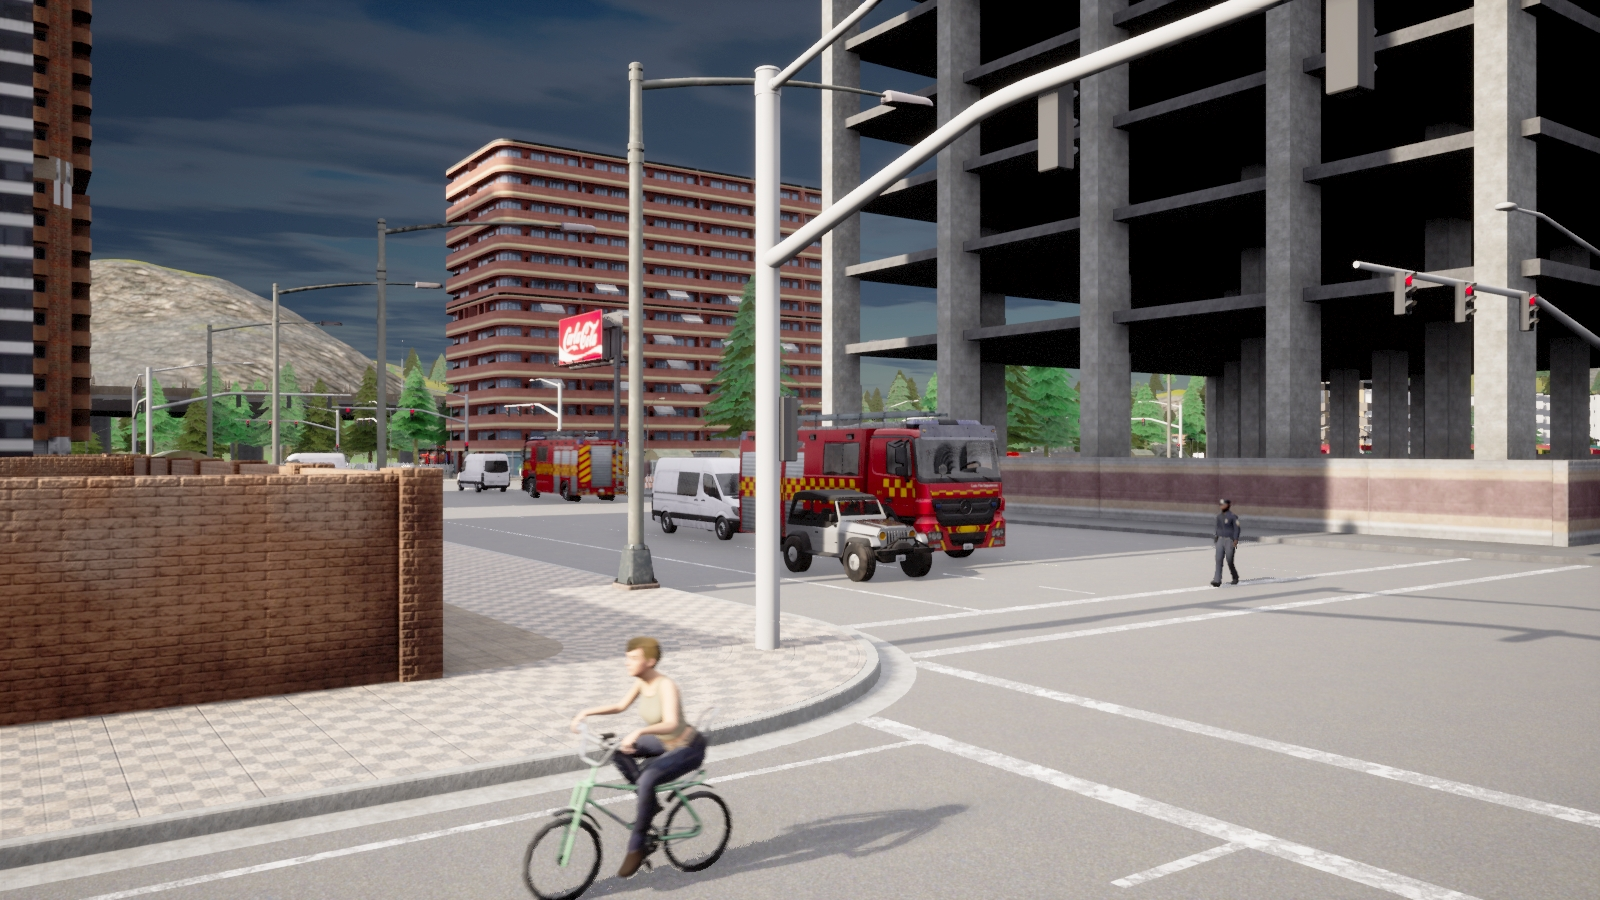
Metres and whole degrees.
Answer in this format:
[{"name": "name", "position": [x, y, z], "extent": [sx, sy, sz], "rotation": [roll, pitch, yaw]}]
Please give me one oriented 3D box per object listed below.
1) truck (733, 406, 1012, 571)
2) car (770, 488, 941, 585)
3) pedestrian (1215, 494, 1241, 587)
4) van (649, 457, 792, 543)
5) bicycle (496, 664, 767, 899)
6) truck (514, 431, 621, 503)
[{"name": "truck", "position": [1.624, 0.890, 30.842], "extent": [2.891, 3.827, 8.468], "rotation": [0, 0, -35]}, {"name": "car", "position": [1.170, 1.856, 25.789], "extent": [1.905, 1.878, 3.866], "rotation": [0, 0, -35]}, {"name": "pedestrian", "position": [8.743, 1.847, 23.347], "extent": [0.375, 1.860, 0.375], "rotation": [0, 0, -40]}, {"name": "van", "position": [-2.744, 1.534, 37.625], "extent": [1.988, 2.561, 5.915], "rotation": [0, 0, -34]}, {"name": "bicycle", "position": [-1.070, 2.158, 7.326], "extent": [1.487, 1.276, 0.859], "rotation": [0, 0, -35]}, {"name": "truck", "position": [-13.344, 0.889, 64.999], "extent": [2.891, 3.827, 8.468], "rotation": [0, 0, -34]}]
